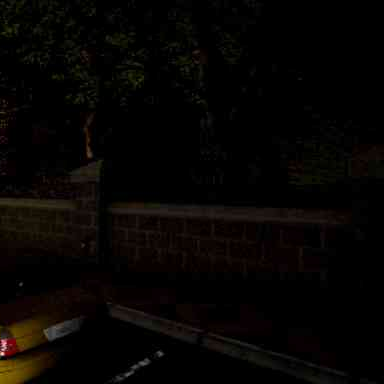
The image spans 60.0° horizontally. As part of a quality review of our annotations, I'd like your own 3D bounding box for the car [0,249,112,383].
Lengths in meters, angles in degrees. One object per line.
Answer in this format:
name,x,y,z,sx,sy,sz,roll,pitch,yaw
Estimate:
car,-3.316,1.484,5.073,4.829,1.417,1.752,1,0,35
